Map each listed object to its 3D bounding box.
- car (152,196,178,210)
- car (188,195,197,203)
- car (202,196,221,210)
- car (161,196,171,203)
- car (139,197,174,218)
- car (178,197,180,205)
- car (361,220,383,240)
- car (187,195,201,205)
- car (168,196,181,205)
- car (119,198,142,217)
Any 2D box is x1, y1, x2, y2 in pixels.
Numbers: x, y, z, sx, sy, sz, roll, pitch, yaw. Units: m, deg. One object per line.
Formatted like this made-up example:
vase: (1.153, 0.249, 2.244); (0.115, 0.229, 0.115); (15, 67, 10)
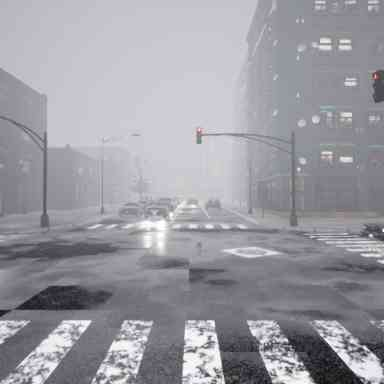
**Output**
car: (-3.089, 1.361, 38.924); (2.097, 1.767, 4.553); (0, 0, 0)
car: (0.093, 1.495, 69.976); (1.882, 1.535, 5.008); (0, 0, 0)
car: (2.714, 1.450, 43.185); (1.967, 1.590, 4.097); (1, 0, 0)
car: (-5.664, 1.600, 71.559); (1.802, 1.307, 4.206); (1, 0, 0)
car: (-3.092, 1.499, 29.905); (2.128, 1.511, 4.902); (0, 0, 0)
car: (-3.083, 1.537, 47.919); (1.812, 1.442, 4.674); (0, 0, 0)
car: (10.393, 1.480, 14.529); (5.357, 1.411, 2.033); (0, -1, -3)
car: (0.111, 1.578, 57.390); (1.994, 1.385, 4.181); (0, 0, 0)
car: (-3.042, 1.492, 58.345); (1.882, 1.535, 5.008); (0, 0, 1)
car: (-5.747, 1.552, 31.757); (1.887, 1.381, 4.507); (1, 0, 0)
